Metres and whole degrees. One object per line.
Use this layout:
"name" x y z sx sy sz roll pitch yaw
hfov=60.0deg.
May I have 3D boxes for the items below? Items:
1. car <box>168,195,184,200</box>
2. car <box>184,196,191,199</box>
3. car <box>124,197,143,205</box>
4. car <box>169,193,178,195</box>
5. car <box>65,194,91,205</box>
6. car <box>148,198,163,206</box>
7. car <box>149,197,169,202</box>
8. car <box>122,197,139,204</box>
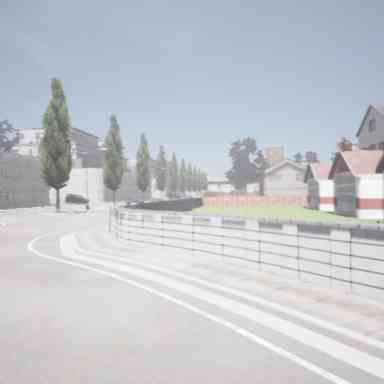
"car" -3.503 1.851 65.979 2.033 1.411 5.357 -1 0 8
"car" -1.102 1.662 82.983 1.994 1.385 4.181 -1 0 8
"car" -8.933 1.805 52.570 2.128 1.511 4.902 -1 0 9
"car" -4.567 1.377 83.505 2.150 2.045 5.566 -1 0 8
"car" -24.314 1.569 70.821 5.566 2.045 2.150 3 1 19
"car" -7.111 1.907 65.531 1.994 1.385 4.181 -1 0 8
"car" -5.475 1.834 52.021 1.994 1.385 4.181 -1 0 8
"car" -13.832 1.866 75.118 2.128 1.511 4.902 -1 0 8
